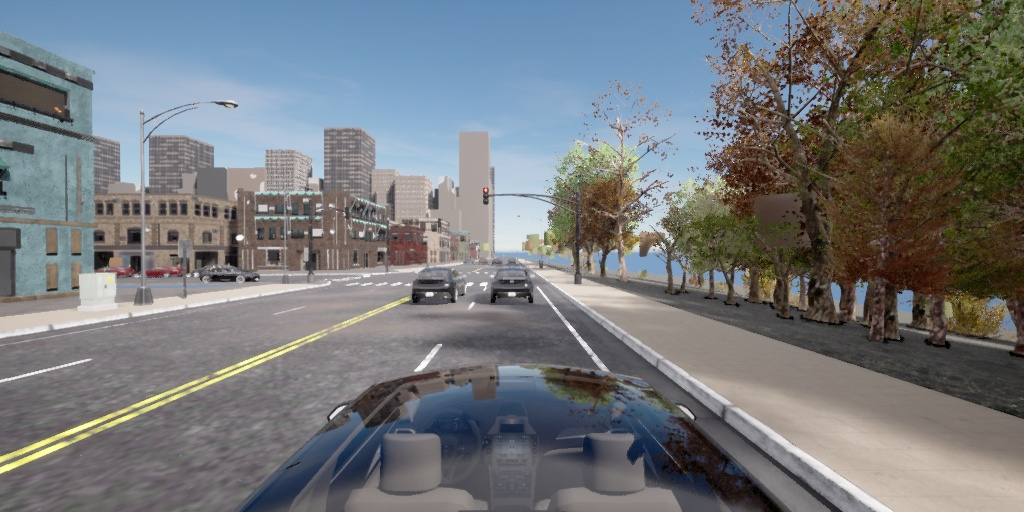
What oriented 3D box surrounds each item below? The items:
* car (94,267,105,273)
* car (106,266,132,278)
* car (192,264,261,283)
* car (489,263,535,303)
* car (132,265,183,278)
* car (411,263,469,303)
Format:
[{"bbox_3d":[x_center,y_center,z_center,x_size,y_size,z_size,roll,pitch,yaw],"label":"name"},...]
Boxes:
[{"bbox_3d":[-37.073,1.592,29.703,4.097,1.591,1.967,0,0,0],"label":"car"},{"bbox_3d":[-42.599,1.712,38.090,4.207,1.307,1.802,0,0,0],"label":"car"},{"bbox_3d":[-23.197,1.561,29.564,4.313,1.339,1.948,0,0,0],"label":"car"},{"bbox_3d":[0.000,1.264,16.579,1.837,1.490,4.892,0,0,0],"label":"car"},{"bbox_3d":[-37.065,1.650,38.083,4.207,1.307,1.802,0,0,0],"label":"car"},{"bbox_3d":[-3.250,1.264,16.579,1.837,1.490,4.892,0,0,0],"label":"car"}]
